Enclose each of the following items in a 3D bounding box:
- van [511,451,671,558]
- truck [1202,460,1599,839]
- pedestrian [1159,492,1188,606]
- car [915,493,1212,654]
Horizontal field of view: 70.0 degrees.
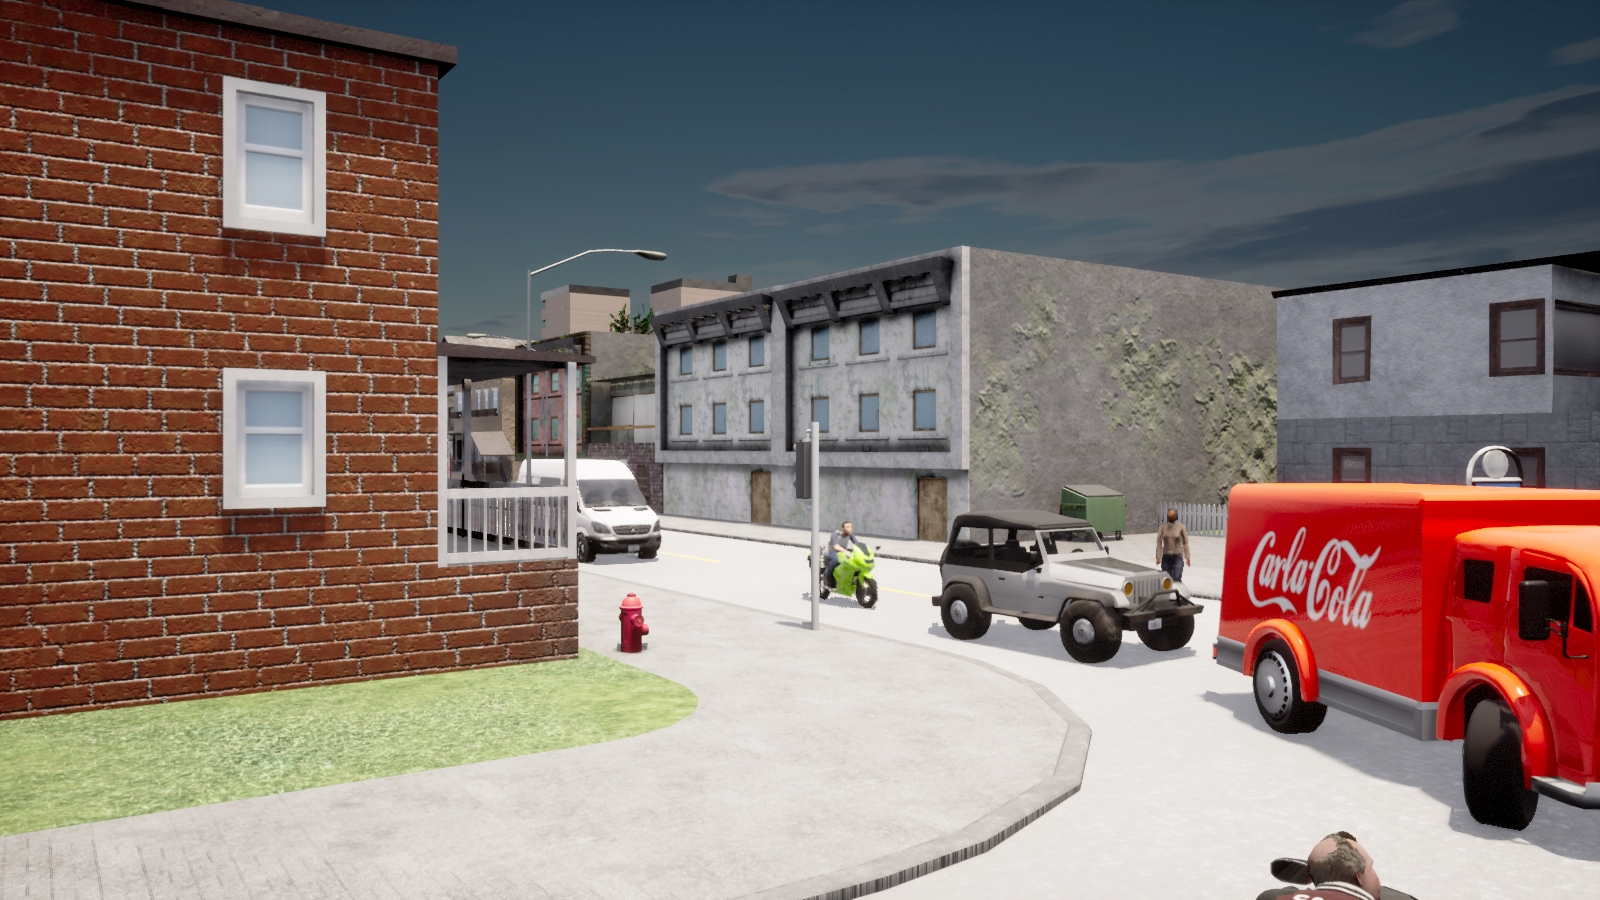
[{"bbox_3d":[-5.685,1.314,30.395,1.988,2.561,5.915,0,0,-34],"label":"van"},{"bbox_3d":[6.068,1.348,10.316,2.627,2.467,5.204,0,0,-6],"label":"truck"},{"bbox_3d":[6.197,1.628,18.959,0.375,1.860,0.375,0,0,33],"label":"pedestrian"},{"bbox_3d":[3.680,1.638,16.520,1.905,1.878,3.866,0,0,-36],"label":"car"}]
